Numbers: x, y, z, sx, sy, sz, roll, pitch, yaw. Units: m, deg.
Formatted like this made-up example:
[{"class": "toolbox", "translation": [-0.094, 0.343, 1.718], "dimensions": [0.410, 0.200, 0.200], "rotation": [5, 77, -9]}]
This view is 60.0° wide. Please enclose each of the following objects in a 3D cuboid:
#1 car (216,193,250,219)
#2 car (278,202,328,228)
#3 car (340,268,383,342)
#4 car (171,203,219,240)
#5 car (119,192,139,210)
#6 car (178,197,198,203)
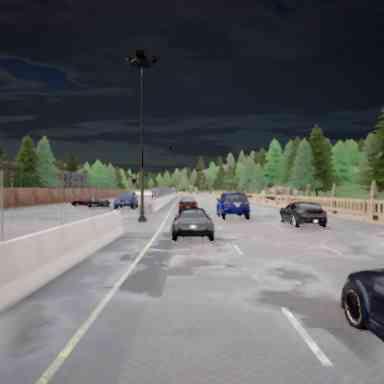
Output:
[{"class": "car", "translation": [3.261, 1.065, 27.061], "dimensions": [2.150, 2.045, 5.566], "rotation": [0, 0, -2]}, {"class": "car", "translation": [6.923, 1.382, 21.178], "dimensions": [1.837, 1.490, 4.892], "rotation": [0, 0, -1]}, {"class": "car", "translation": [3.597, 1.539, 4.164], "dimensions": [1.994, 1.385, 4.181], "rotation": [0, 0, 0]}, {"class": "car", "translation": [0.023, 1.468, 16.465], "dimensions": [1.994, 1.385, 4.181], "rotation": [0, 0, -1]}, {"class": "car", "translation": [-7.762, 0.993, 39.809], "dimensions": [2.150, 2.045, 5.566], "rotation": [0, 0, -1]}, {"class": "car", "translation": [-0.432, 1.280, 34.010], "dimensions": [1.882, 1.535, 5.008], "rotation": [0, 0, -1]}]
